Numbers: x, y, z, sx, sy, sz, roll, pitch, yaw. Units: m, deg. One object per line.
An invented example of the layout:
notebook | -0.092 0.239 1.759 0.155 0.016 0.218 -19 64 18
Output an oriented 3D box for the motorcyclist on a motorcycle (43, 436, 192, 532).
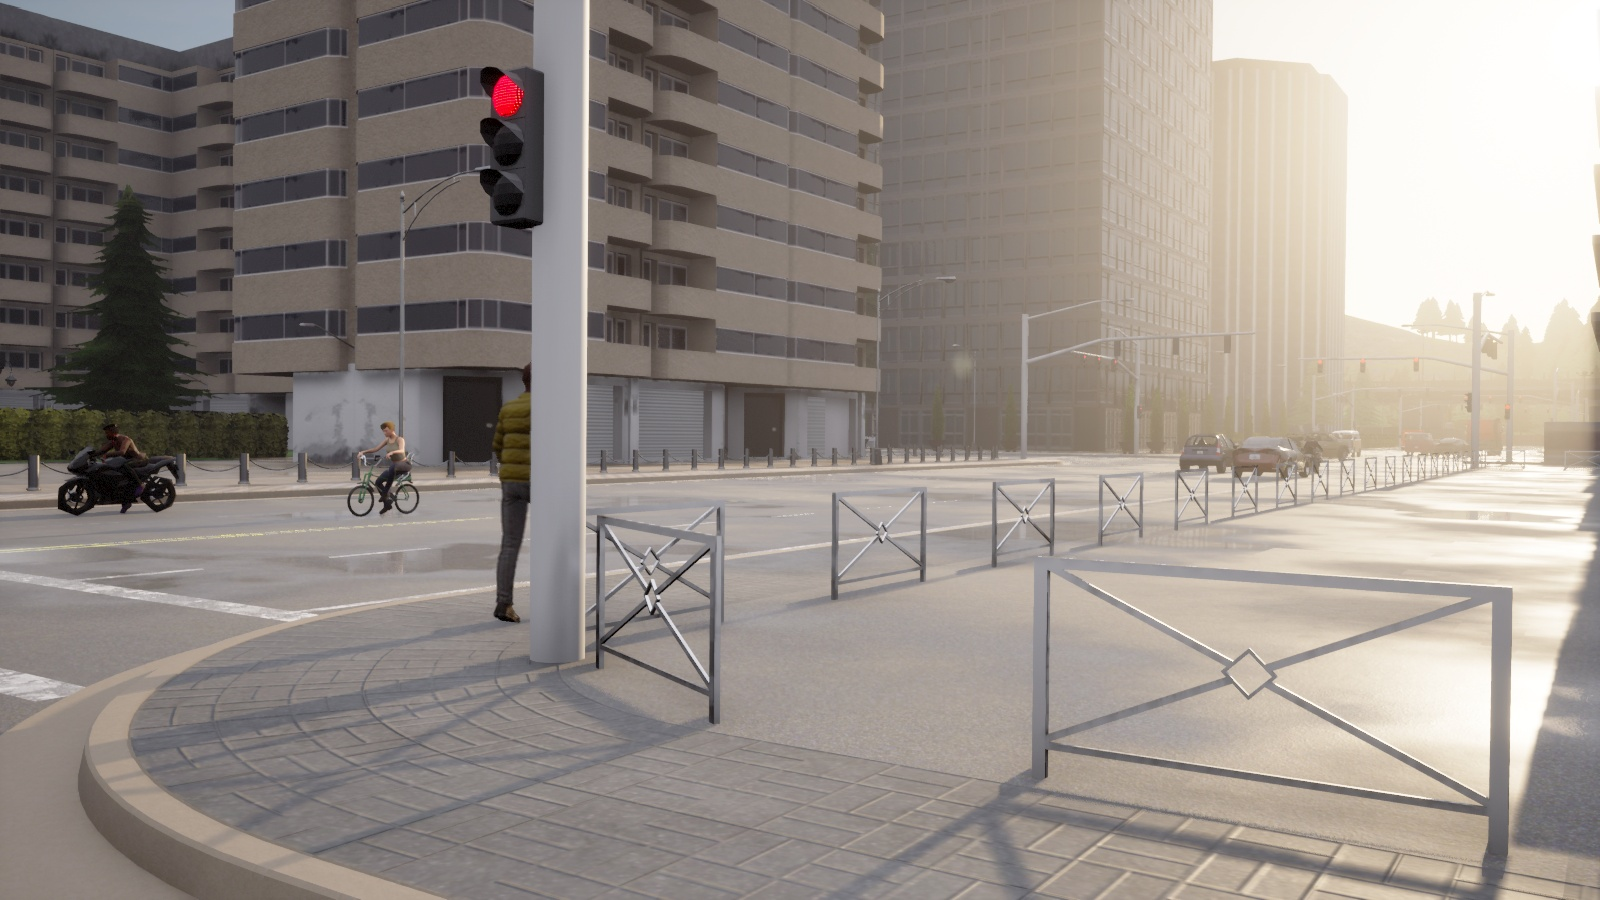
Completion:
motorcyclist on a motorcycle | -11.443 0.529 21.112 0.797 1.523 2.044 0 1 33

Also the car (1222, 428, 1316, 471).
car | 17.128 -0.048 45.693 2.163 1.488 4.792 0 1 33

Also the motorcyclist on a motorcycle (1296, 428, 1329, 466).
motorcyclist on a motorcycle | 21.191 -0.134 51.919 0.866 1.530 2.191 0 1 33

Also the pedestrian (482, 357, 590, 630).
pedestrian | -1.848 0.286 8.849 0.370 1.835 0.726 0 1 24

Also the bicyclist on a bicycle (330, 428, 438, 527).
bicyclist on a bicycle | -7.076 0.440 21.409 0.866 1.612 1.509 0 1 33

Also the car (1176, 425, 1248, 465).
car | 17.102 -0.236 52.056 1.851 1.617 3.988 0 1 33

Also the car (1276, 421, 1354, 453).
car | 30.943 -0.789 75.364 4.605 1.855 1.932 -1 1 -30
